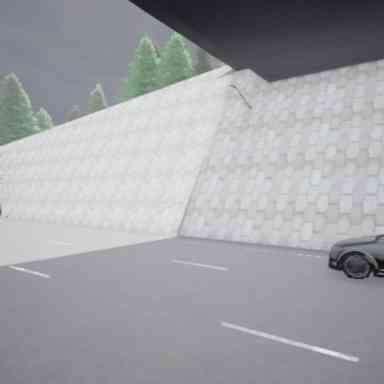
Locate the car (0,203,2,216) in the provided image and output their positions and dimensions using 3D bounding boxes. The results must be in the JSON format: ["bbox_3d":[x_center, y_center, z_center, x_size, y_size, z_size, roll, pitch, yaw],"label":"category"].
[{"bbox_3d":[-15.860,1.118,23.960,5.566,2.045,2.150,0,0,36],"label":"car"}]

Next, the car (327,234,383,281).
[{"bbox_3d":[5.744,1.569,8.491,4.181,1.385,1.994,0,0,36],"label":"car"}]
